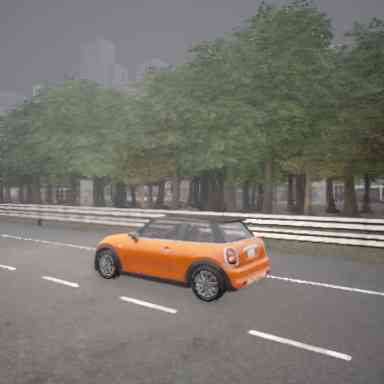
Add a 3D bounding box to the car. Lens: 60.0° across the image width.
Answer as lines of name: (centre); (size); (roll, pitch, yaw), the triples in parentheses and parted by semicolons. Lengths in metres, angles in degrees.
car: (-0.436, 1.353, 8.476); (4.553, 1.767, 2.097); (0, 0, 35)
